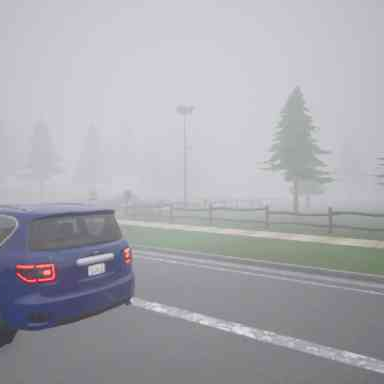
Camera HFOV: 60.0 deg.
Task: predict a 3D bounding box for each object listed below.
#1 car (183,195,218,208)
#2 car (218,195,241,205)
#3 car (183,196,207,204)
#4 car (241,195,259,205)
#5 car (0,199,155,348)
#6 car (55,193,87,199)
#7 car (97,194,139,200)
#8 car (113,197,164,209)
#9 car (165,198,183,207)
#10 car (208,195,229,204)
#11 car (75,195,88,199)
[{"bbox_3d":[1.340,1.526,48.388,1.882,1.535,5.008,0,0,35],"label":"car"},{"bbox_3d":[6.600,1.560,61.917,1.837,1.490,4.892,0,0,35],"label":"car"},{"bbox_3d":[0.690,1.614,65.681,2.033,1.411,5.357,0,0,35],"label":"car"},{"bbox_3d":[10.594,1.399,61.490,2.097,1.767,4.553,0,0,35],"label":"car"},{"bbox_3d":[-3.566,1.234,6.479,5.566,2.045,2.150,0,0,36],"label":"car"},{"bbox_3d":[-14.890,1.419,43.514,2.097,1.767,4.553,0,0,35],"label":"car"},{"bbox_3d":[-8.589,1.276,40.312,2.150,2.045,5.566,0,0,35],"label":"car"},{"bbox_3d":[-6.027,1.595,37.866,2.033,1.411,5.357,0,0,35],"label":"car"},{"bbox_3d":[-1.586,1.580,50.299,1.812,1.442,4.674,0,0,35],"label":"car"},{"bbox_3d":[5.381,1.411,66.236,2.097,1.767,4.553,0,0,35],"label":"car"},{"bbox_3d":[-11.685,1.538,41.990,1.882,1.535,5.008,0,0,35],"label":"car"}]
